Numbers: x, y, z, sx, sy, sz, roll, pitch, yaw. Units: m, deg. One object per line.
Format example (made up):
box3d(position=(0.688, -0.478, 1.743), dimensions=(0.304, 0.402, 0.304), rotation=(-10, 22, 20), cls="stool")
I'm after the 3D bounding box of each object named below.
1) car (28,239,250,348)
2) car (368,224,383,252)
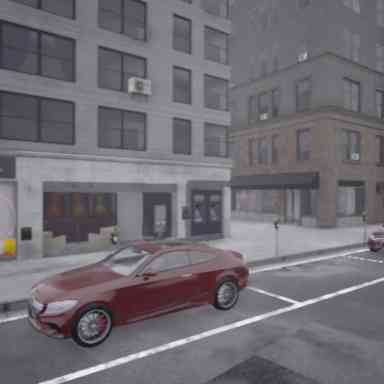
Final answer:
box3d(position=(-0.733, 1.586, 6.241), dimensions=(4.206, 1.307, 1.802), rotation=(0, 0, -36), cls="car")
box3d(position=(8.470, 1.617, 12.808), dimensions=(4.206, 1.307, 1.802), rotation=(0, 0, -36), cls="car")
